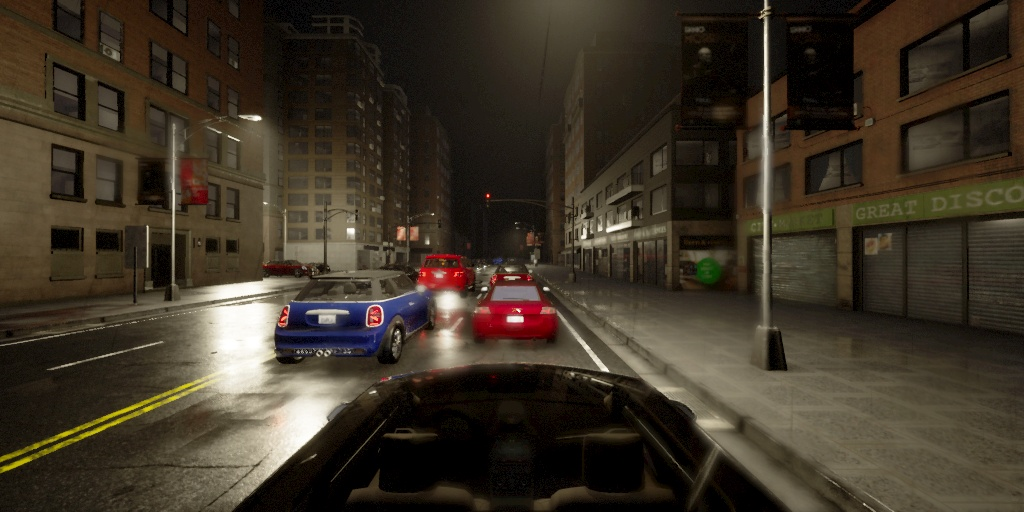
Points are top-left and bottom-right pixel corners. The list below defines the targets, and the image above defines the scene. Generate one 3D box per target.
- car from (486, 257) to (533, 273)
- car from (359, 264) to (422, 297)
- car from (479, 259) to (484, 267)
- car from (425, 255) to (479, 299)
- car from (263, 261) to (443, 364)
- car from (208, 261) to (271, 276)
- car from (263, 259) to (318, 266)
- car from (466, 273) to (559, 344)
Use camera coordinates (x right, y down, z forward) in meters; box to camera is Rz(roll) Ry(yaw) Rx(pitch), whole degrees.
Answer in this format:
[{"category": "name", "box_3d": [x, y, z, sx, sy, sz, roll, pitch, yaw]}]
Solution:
[{"category": "car", "box_3d": [0.000, 1.104, 18.251, 2.097, 1.767, 4.553, 0, 0, 0]}, {"category": "car", "box_3d": [-6.603, 1.257, 20.101, 1.837, 1.490, 4.892, 0, 0, 0]}, {"category": "car", "box_3d": [-6.566, 1.284, 63.062, 1.837, 1.490, 4.892, 0, 0, 0]}, {"category": "car", "box_3d": [-3.150, 0.974, 18.288, 2.150, 2.045, 5.566, 0, 0, 0]}, {"category": "car", "box_3d": [-3.147, 1.102, 8.249, 2.097, 1.767, 4.553, 0, 0, 0]}, {"category": "car", "box_3d": [-27.671, 1.244, 36.551, 5.008, 1.535, 1.882, 0, 0, 1]}, {"category": "car", "box_3d": [-20.793, 1.102, 33.570, 4.553, 1.767, 2.097, 0, 0, 2]}, {"category": "car", "box_3d": [0.092, 1.315, 9.633, 1.994, 1.385, 4.181, 0, 0, 0]}]
